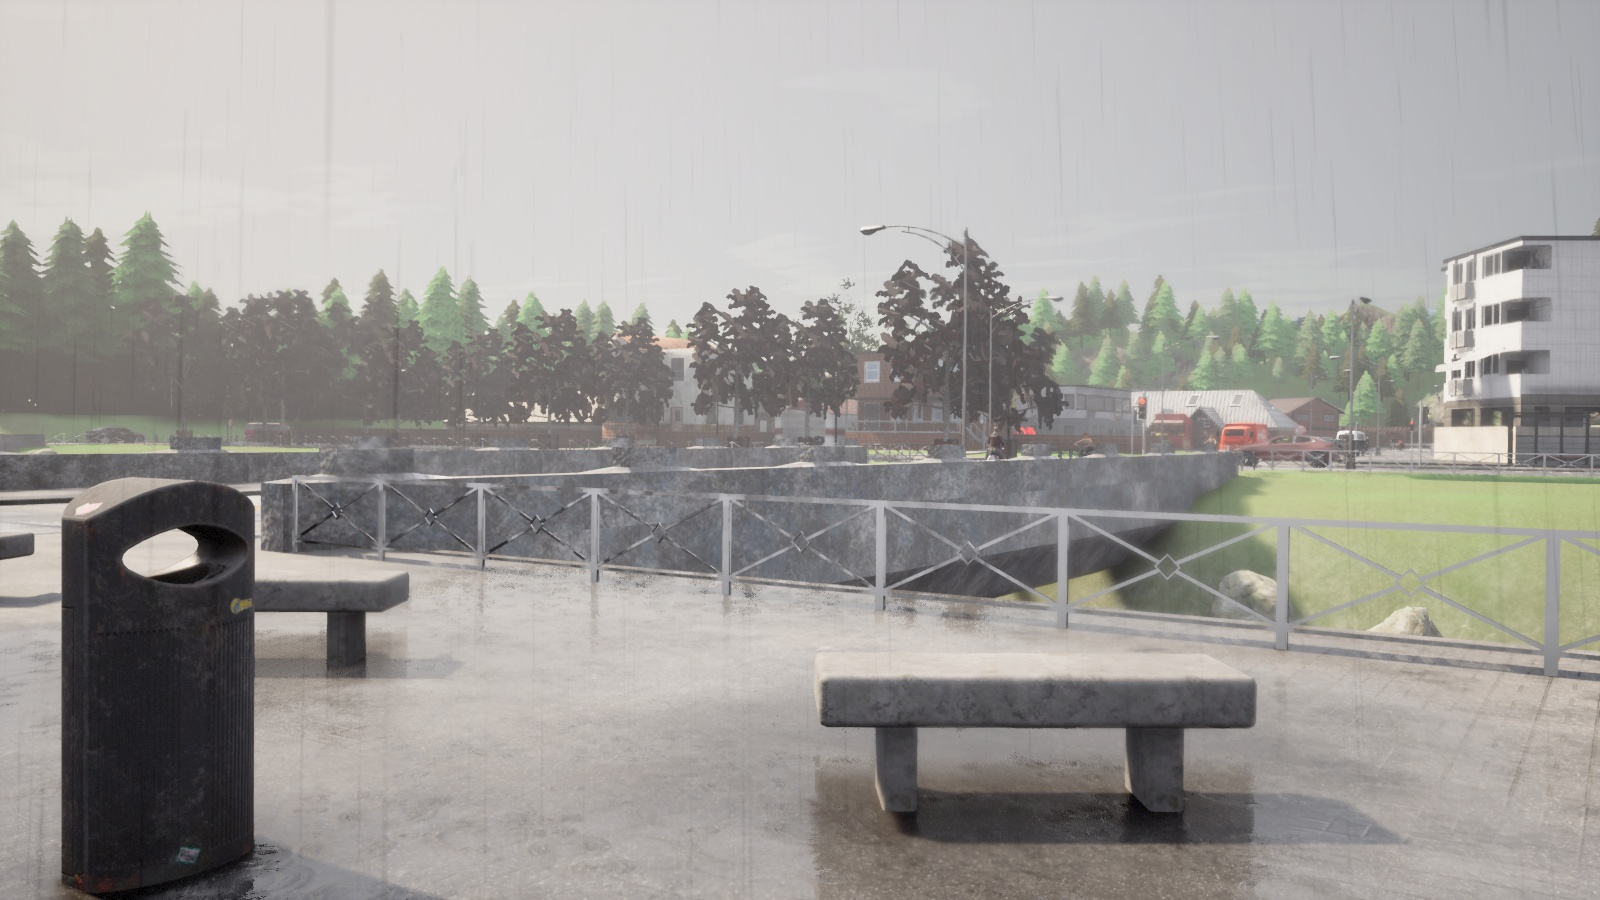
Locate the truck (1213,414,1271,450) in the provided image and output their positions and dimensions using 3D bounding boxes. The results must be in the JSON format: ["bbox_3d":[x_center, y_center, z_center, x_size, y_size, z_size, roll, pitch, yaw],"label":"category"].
[{"bbox_3d":[31.226,-1.248,88.597,2.627,2.467,5.204,0,1,34],"label":"truck"}]

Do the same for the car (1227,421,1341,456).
[{"bbox_3d":[23.953,-0.555,62.131,5.027,1.651,2.152,0,1,29],"label":"car"}]
